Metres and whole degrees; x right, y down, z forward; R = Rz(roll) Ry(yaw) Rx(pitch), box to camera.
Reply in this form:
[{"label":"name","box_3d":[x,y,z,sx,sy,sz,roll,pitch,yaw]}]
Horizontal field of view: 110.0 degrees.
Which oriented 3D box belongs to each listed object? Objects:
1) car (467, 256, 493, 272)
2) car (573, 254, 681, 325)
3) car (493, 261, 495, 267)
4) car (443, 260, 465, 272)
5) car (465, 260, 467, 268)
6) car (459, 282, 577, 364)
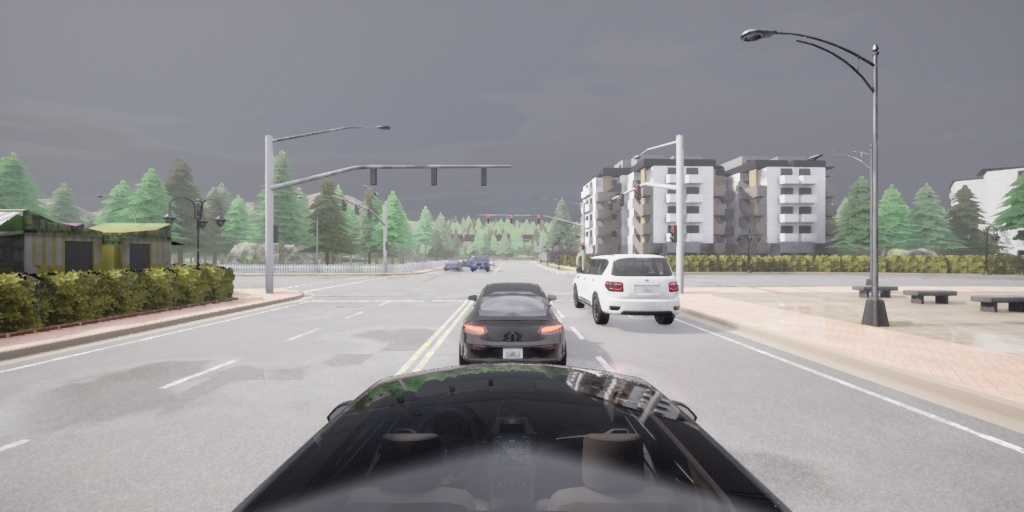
[{"label":"car","box_3d":[-3.956,0.970,45.218,2.150,2.045,5.566,0,0,0]},{"label":"car","box_3d":[3.493,0.971,11.956,2.150,2.045,5.566,0,0,0]},{"label":"car","box_3d":[-4.086,1.275,64.678,1.812,1.442,4.674,0,0,0]},{"label":"car","box_3d":[-7.448,1.275,45.502,1.812,1.442,4.674,0,0,-1]},{"label":"car","box_3d":[-7.388,1.314,60.411,1.994,1.385,4.181,0,0,6]},{"label":"car","box_3d":[0.011,1.276,7.593,1.812,1.442,4.674,0,0,0]}]
